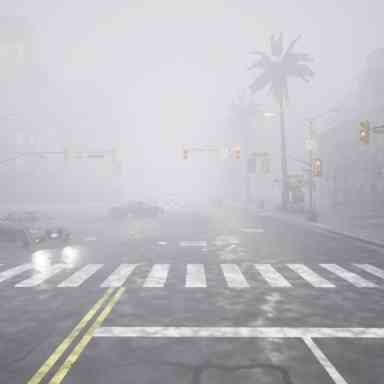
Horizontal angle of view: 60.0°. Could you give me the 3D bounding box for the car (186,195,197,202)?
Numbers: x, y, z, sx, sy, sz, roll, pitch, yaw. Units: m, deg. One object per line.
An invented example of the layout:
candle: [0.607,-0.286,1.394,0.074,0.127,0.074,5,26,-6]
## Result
car: [0.147,1.540,78.187,2.033,1.411,5.357,0,0,0]

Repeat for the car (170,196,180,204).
car: [-3.392,1.526,67.055,1.812,1.442,4.674,0,0,1]

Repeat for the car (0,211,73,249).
car: [-7.127,1.564,14.669,4.181,1.385,1.994,0,0,37]

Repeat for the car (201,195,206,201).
car: [3.532,1.478,85.152,1.882,1.535,5.008,0,0,-4]

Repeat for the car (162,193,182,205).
car: [-3.421,1.221,57.546,2.150,2.045,5.566,0,0,1]

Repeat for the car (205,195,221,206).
car: [3.681,1.491,53.583,2.128,1.511,4.902,0,0,0]

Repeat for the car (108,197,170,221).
car: [-4.556,1.478,27.587,1.882,1.535,5.008,1,1,43]

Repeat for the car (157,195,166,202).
car: [-6.860,1.524,75.133,1.812,1.442,4.674,0,0,0]

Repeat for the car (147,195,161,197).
car: [-6.936,1.352,56.353,2.097,1.767,4.553,0,0,1]

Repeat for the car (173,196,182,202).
car: [-3.357,1.595,77.148,1.895,1.301,4.718,0,0,0]

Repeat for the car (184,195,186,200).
car: [-1.203,1.524,95.421,1.812,1.442,4.674,0,0,-12]
